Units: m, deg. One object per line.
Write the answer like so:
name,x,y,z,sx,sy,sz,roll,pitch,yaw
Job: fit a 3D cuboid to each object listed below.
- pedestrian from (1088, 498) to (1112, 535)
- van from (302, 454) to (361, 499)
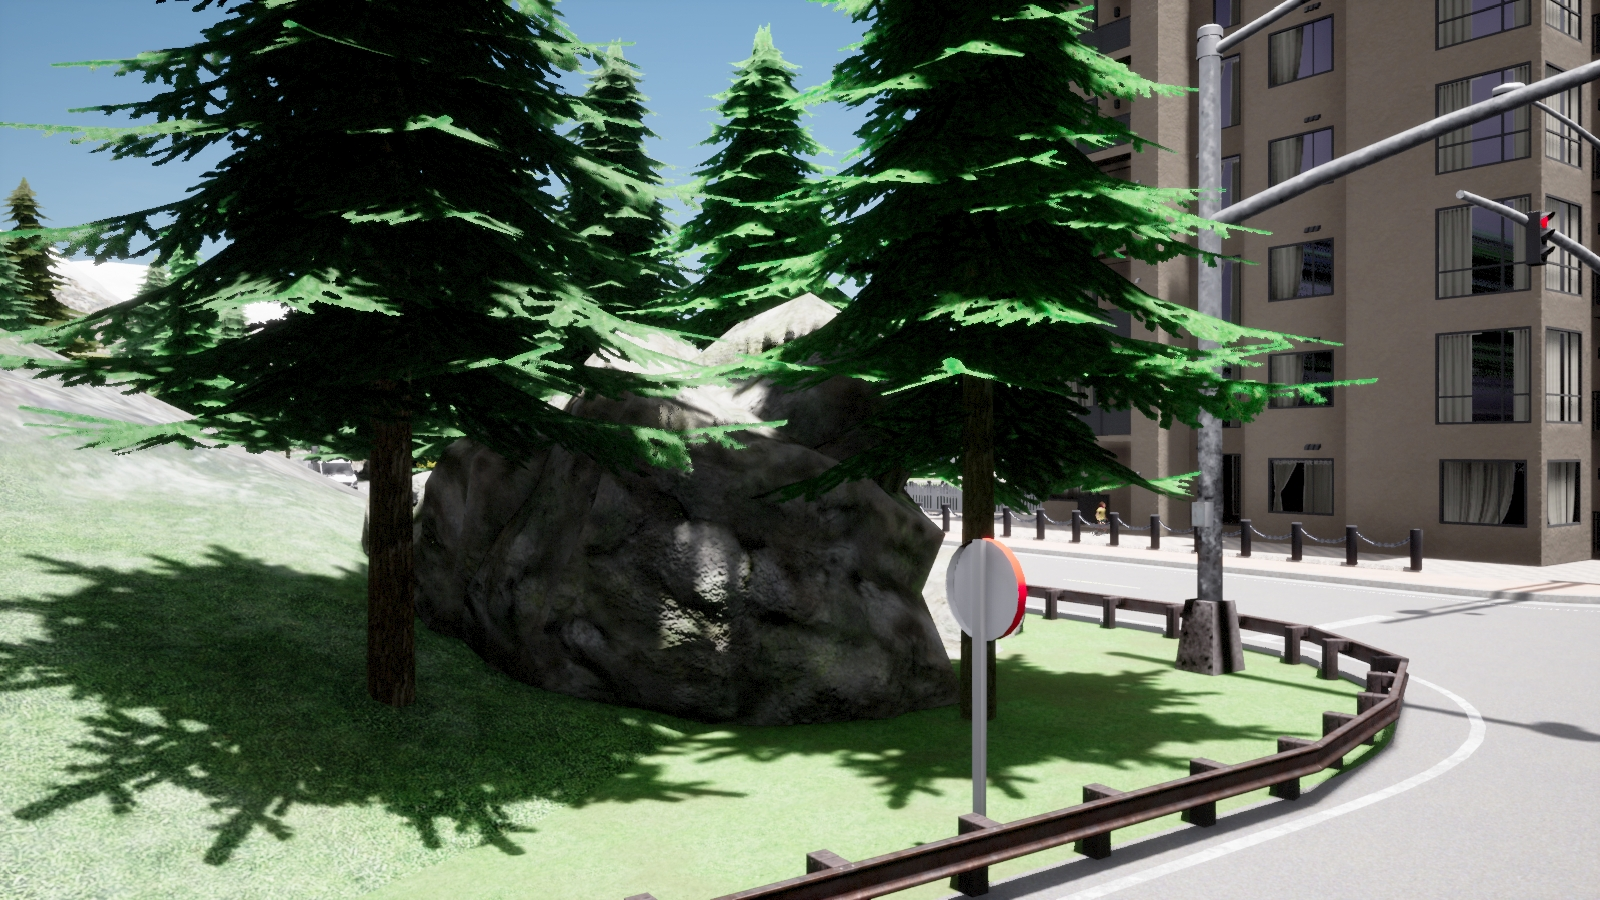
pedestrian,9.188,2.040,34.968,0.500,1.100,0.500,0,0,-33
van,-27.801,1.520,67.706,1.988,2.561,5.915,0,0,-35
